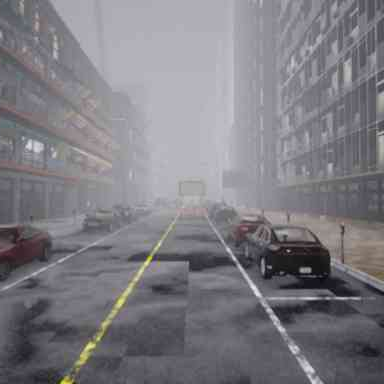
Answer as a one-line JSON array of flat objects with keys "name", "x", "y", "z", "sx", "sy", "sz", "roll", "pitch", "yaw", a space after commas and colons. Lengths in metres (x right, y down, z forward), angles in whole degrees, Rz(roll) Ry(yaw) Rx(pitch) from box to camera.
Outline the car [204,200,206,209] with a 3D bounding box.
[{"name": "car", "x": 2.694, "y": 1.879, "z": 38.515, "sx": 1.752, "sy": 1.417, "sz": 4.829, "roll": 1, "pitch": -1, "yaw": 0}]

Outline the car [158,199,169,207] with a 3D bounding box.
[{"name": "car", "x": -5.692, "y": 2.122, "z": 66.431, "sx": 1.752, "sy": 1.417, "sz": 4.829, "roll": 1, "pitch": 0, "yaw": 0}]

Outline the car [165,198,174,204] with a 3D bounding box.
[{"name": "car", "x": -5.697, "y": 2.309, "z": 83.555, "sx": 1.947, "sy": 1.339, "sz": 4.313, "roll": 1, "pitch": 0, "yaw": 0}]

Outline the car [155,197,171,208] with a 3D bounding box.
[{"name": "car", "x": -5.688, "y": 1.865, "z": 60.952, "sx": 2.192, "sy": 1.841, "sz": 5.009, "roll": 1, "pitch": 0, "yaw": 0}]

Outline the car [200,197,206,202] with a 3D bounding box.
[{"name": "car", "x": 2.692, "y": 1.893, "z": 49.647, "sx": 1.967, "sy": 1.590, "sz": 4.097, "roll": 1, "pitch": 0, "yaw": 0}]

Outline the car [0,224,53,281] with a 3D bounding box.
[{"name": "car", "x": -5.681, "y": 1.676, "z": 10.087, "sx": 1.802, "sy": 1.307, "sz": 4.206, "roll": 1, "pitch": -1, "yaw": 0}]

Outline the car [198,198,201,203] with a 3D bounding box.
[{"name": "car", "x": 2.688, "y": 2.116, "z": 60.950, "sx": 1.947, "sy": 1.339, "sz": 4.313, "roll": 1, "pitch": 0, "yaw": 0}]

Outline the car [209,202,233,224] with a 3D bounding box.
[{"name": "car", "x": 2.696, "y": 1.800, "z": 27.041, "sx": 2.008, "sy": 1.369, "sz": 4.403, "roll": 1, "pitch": -1, "yaw": 0}]

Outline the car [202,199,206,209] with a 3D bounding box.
[{"name": "car", "x": 2.691, "y": 1.985, "z": 43.996, "sx": 1.802, "sy": 1.307, "sz": 4.206, "roll": 1, "pitch": -1, "yaw": 0}]

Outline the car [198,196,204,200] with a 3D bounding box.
[{"name": "car", "x": 2.688, "y": 2.125, "z": 66.772, "sx": 1.752, "sy": 1.417, "sz": 4.829, "roll": 1, "pitch": 0, "yaw": 0}]

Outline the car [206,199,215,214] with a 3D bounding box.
[{"name": "car", "x": 2.696, "y": 1.741, "z": 32.695, "sx": 1.967, "sy": 1.590, "sz": 4.097, "roll": 1, "pitch": -1, "yaw": 0}]

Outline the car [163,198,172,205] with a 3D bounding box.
[{"name": "car", "x": -5.695, "y": 2.239, "z": 77.905, "sx": 1.887, "sy": 1.381, "sz": 4.507, "roll": 1, "pitch": 0, "yaw": 0}]

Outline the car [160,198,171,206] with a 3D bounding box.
[{"name": "car", "x": -5.692, "y": 2.087, "z": 72.253, "sx": 1.967, "sy": 1.590, "sz": 4.097, "roll": 1, "pitch": 0, "yaw": 0}]

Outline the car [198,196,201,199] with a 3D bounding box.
[{"name": "car", "x": 2.686, "y": 2.105, "z": 89.208, "sx": 2.192, "sy": 1.841, "sz": 5.009, "roll": 1, "pitch": 0, "yaw": 0}]

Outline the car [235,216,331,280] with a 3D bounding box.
[{"name": "car", "x": 2.699, "y": 1.645, "z": 10.088, "sx": 2.008, "sy": 1.369, "sz": 4.403, "roll": 1, "pitch": -1, "yaw": 0}]

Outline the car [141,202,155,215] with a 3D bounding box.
[{"name": "car", "x": -5.687, "y": 1.877, "z": 38.175, "sx": 1.752, "sy": 1.417, "sz": 4.829, "roll": 1, "pitch": -1, "yaw": 0}]

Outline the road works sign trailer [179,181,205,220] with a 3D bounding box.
[{"name": "road works sign trailer", "x": -0.007, "y": 0.748, "z": 30.814, "sx": 2.380, "sy": 3.560, "sz": 2.880, "roll": 0, "pitch": -1, "yaw": 0}]

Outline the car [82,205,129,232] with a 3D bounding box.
[{"name": "car", "x": -5.684, "y": 1.749, "z": 21.390, "sx": 2.008, "sy": 1.369, "sz": 4.403, "roll": 1, "pitch": -1, "yaw": 0}]

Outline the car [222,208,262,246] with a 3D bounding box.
[{"name": "car", "x": 2.698, "y": 1.691, "z": 15.740, "sx": 1.887, "sy": 1.381, "sz": 4.507, "roll": 1, "pitch": -1, "yaw": 0}]

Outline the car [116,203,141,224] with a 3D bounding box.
[{"name": "car", "x": -5.683, "y": 1.690, "z": 27.042, "sx": 1.967, "sy": 1.590, "sz": 4.097, "roll": 1, "pitch": -1, "yaw": 0}]

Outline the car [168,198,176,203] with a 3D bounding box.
[{"name": "car", "x": -5.699, "y": 2.382, "z": 94.858, "sx": 1.887, "sy": 1.381, "sz": 4.507, "roll": 1, "pitch": 0, "yaw": 0}]

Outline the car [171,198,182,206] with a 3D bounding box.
[{"name": "car", "x": -3.015, "y": 2.113, "z": 70.975, "sx": 1.882, "sy": 1.535, "sz": 5.008, "roll": 0, "pitch": 0, "yaw": 0}]
